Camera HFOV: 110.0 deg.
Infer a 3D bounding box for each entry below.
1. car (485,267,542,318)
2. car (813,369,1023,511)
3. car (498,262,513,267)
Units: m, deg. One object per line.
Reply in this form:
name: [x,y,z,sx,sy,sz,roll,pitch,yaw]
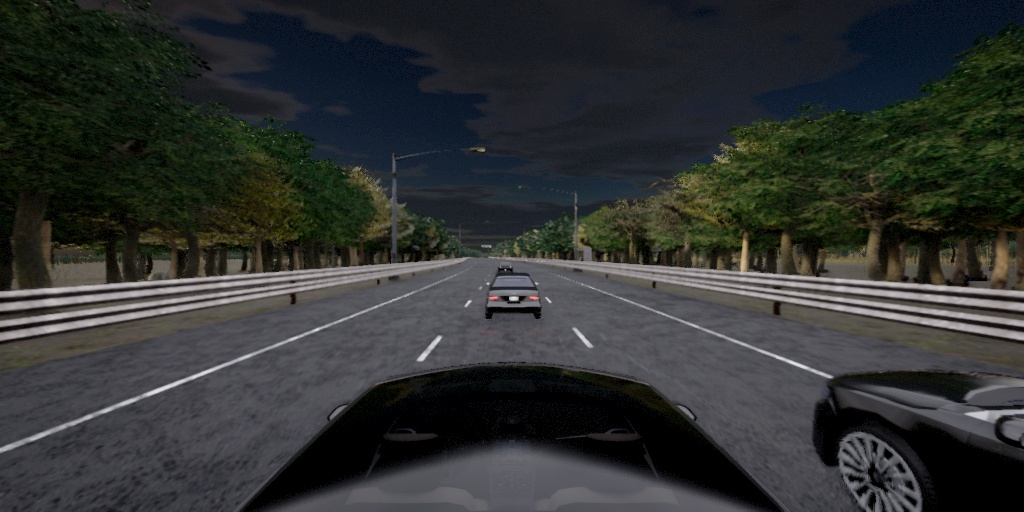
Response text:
car: [0.023,1.298,13.018,2.033,1.411,5.357,0,0,-1]
car: [3.587,1.240,1.173,2.128,1.511,4.902,0,0,0]
car: [-0.856,1.357,44.678,1.895,1.301,4.718,0,0,-2]
